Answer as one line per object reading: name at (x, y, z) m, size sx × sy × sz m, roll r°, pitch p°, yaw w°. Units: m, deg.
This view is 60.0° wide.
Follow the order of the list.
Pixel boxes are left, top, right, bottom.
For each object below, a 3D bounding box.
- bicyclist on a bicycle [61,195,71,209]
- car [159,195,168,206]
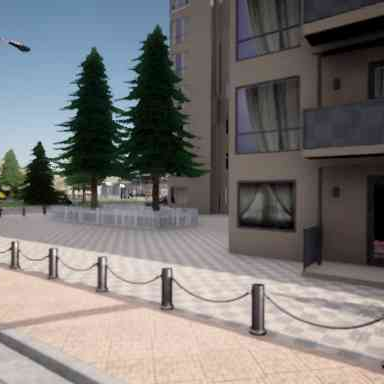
bicyclist on a bicycle at (-11.448, 1.078, 30.293) m, size 1.656 × 1.620 × 0.582 m, roll 0°, pitch 0°, yaw 35°
car at (-3.520, 1.252, 48.324) m, size 1.837 × 1.490 × 4.892 m, roll 1°, pitch 1°, yaw 35°
